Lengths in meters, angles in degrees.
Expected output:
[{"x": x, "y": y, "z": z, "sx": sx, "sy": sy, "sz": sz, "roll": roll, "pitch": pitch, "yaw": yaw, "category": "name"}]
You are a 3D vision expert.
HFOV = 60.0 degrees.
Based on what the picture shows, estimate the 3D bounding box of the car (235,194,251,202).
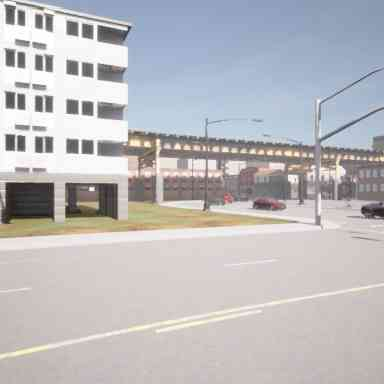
[{"x": 11.346, "y": 1.525, "z": 75.425, "sx": 2.128, "sy": 1.511, "sz": 4.902, "roll": 0, "pitch": 0, "yaw": 41, "category": "car"}]

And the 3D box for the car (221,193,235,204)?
[{"x": 6.751, "y": 1.221, "z": 65.725, "sx": 2.150, "sy": 2.045, "sz": 5.566, "roll": 0, "pitch": 0, "yaw": 11, "category": "car"}]

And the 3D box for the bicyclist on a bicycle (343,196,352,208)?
[{"x": 20.236, "y": 1.303, "z": 43.344, "sx": 1.656, "sy": 1.620, "sz": 0.582, "roll": 0, "pitch": 0, "yaw": -25, "category": "bicyclist on a bicycle"}]

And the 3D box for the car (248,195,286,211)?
[{"x": 9.405, "y": 1.478, "z": 40.637, "sx": 1.882, "sy": 1.535, "sz": 5.008, "roll": 0, "pitch": 0, "yaw": -25, "category": "car"}]

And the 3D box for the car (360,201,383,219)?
[{"x": 16.100, "y": 1.492, "z": 26.735, "sx": 2.128, "sy": 1.511, "sz": 4.902, "roll": 0, "pitch": 0, "yaw": -28, "category": "car"}]

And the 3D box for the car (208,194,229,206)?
[{"x": 3.831, "y": 1.506, "z": 53.440, "sx": 1.837, "sy": 1.490, "sz": 4.892, "roll": -1, "pitch": 0, "yaw": -16, "category": "car"}]
